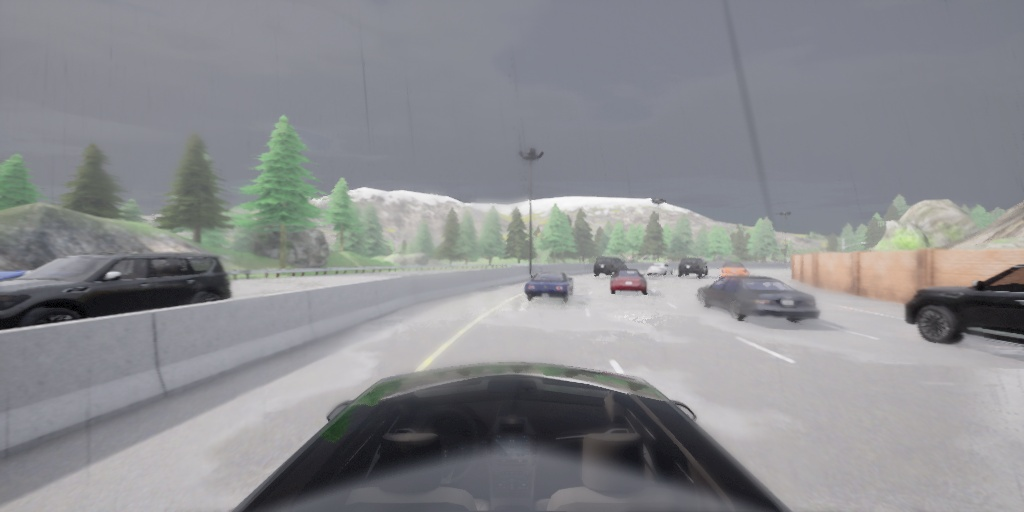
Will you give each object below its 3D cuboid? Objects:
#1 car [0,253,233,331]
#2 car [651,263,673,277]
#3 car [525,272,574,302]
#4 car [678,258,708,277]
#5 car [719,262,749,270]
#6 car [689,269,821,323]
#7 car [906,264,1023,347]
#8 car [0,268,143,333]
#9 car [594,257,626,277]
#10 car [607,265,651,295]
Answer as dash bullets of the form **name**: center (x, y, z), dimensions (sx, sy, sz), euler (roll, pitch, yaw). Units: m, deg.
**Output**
- **car**: center (-10.128, 0.919, 9.114), dimensions (2.150, 2.045, 5.566), euler (0, -1, 6)
- **car**: center (16.771, 1.517, 40.493), dimensions (1.812, 1.442, 4.674), euler (0, 0, 36)
- **car**: center (1.982, 1.411, 17.440), dimensions (1.895, 1.301, 4.718), euler (0, 0, 14)
- **car**: center (19.434, 1.229, 38.393), dimensions (2.150, 2.045, 5.566), euler (0, 0, 37)
- **car**: center (19.097, 1.334, 30.863), dimensions (2.097, 1.767, 4.553), euler (1, 0, 31)
- **car**: center (8.329, 1.394, 12.740), dimensions (2.033, 1.411, 5.357), euler (0, 0, 10)
- **car**: center (10.836, 1.071, 6.624), dimensions (2.150, 2.045, 5.566), euler (0, 0, 7)
- **car**: center (-13.592, 1.145, 9.638), dimensions (1.882, 1.535, 5.008), euler (0, 0, 6)
- **car**: center (10.357, 1.154, 37.354), dimensions (2.150, 2.045, 5.566), euler (-1, -1, 34)
- **car**: center (6.848, 1.423, 21.148), dimensions (1.994, 1.385, 4.181), euler (0, 0, 17)
